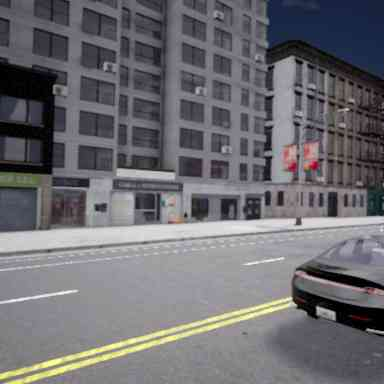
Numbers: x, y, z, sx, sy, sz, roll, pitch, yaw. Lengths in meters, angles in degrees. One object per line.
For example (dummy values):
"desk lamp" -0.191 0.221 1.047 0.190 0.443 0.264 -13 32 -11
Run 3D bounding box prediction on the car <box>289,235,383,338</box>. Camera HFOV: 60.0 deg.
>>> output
"car" 3.914 1.577 6.226 4.902 1.511 2.128 1 -1 -35
